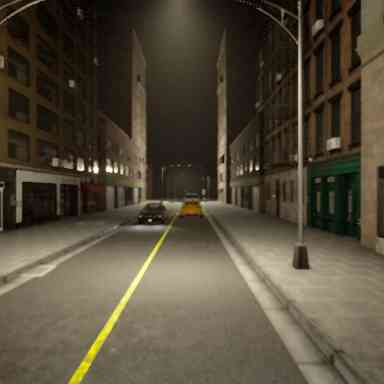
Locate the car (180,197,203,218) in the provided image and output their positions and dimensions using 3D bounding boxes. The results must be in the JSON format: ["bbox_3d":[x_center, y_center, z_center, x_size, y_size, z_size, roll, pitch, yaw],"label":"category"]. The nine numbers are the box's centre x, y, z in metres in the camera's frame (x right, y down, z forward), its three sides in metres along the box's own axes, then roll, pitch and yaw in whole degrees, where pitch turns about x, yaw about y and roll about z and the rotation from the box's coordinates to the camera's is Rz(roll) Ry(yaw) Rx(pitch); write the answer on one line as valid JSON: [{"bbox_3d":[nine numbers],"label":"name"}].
[{"bbox_3d":[-0.036,1.468,29.933,1.882,1.535,5.008,0,0,0],"label":"car"}]

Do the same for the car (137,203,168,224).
[{"bbox_3d":[-2.831,1.539,25.074,2.033,1.411,5.357,0,0,0],"label":"car"}]

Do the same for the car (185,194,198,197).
[{"bbox_3d":[-0.082,1.224,45.164,2.150,2.045,5.566,0,0,-1],"label":"car"}]
